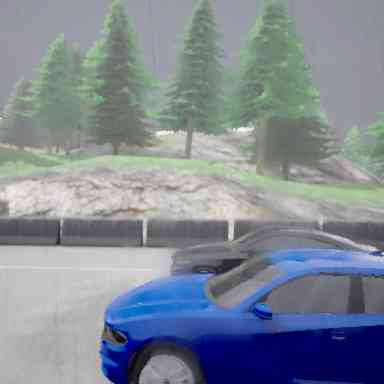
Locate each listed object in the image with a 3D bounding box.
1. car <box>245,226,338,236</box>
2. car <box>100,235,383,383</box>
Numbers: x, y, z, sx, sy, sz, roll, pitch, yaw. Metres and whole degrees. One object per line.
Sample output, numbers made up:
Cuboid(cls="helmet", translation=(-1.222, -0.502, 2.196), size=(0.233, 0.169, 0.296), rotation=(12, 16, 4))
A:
Cuboid(cls="car", translation=(1.843, 1.523, 7.584), size=(4.674, 1.442, 1.812), rotation=(0, 0, 4))
Cuboid(cls="car", translation=(1.419, 1.479, 4.106), size=(5.008, 1.535, 1.882), rotation=(0, 0, 4))
